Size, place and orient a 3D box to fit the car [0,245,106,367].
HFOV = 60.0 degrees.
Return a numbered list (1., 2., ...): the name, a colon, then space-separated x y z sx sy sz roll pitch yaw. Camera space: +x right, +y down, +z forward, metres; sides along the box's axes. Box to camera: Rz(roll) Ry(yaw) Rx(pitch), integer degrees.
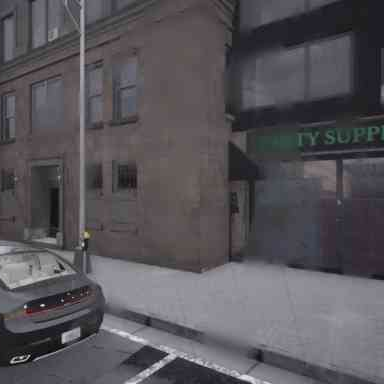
1. car: -3.282 1.551 5.416 4.403 1.369 2.008 0 0 35
